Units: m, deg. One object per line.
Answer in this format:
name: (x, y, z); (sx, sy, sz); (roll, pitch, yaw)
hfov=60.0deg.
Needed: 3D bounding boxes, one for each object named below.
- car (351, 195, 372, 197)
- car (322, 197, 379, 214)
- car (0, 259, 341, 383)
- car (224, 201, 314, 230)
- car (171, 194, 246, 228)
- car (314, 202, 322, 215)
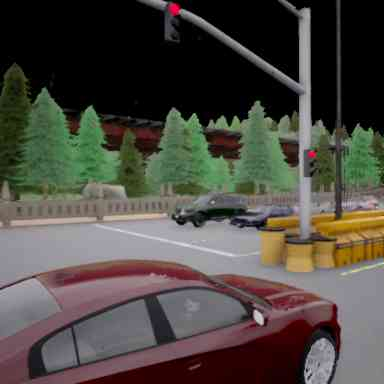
car: (16.453, 1.154, 32.856); (4.553, 1.767, 2.097); (-1, 1, -36)
car: (12.465, 1.392, 25.756); (4.674, 1.442, 1.812); (0, 0, -35)
car: (-0.460, 1.470, 3.418); (5.008, 1.535, 1.882); (0, 0, -36)
car: (4.798, 1.464, 20.310); (5.357, 1.411, 2.033); (0, 0, -35)
car: (1.323, 1.147, 22.139); (5.566, 2.045, 2.150); (0, 0, -36)
car: (9.287, 1.474, 27.792); (4.718, 1.301, 1.895); (0, 0, -35)
